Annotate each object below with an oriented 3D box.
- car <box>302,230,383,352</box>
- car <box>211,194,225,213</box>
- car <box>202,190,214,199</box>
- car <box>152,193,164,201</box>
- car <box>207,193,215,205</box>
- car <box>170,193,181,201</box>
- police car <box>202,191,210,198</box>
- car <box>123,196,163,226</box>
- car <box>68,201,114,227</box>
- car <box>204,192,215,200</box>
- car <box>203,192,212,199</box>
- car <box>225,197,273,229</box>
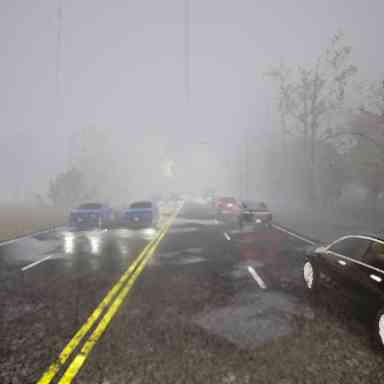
[{"bbox_3d":[3.369,1.393,5.510,1.837,1.490,4.892,0,1,0],"label":"car"},{"bbox_3d":[3.305,1.183,31.485,2.163,1.488,4.792,-1,0,0],"label":"car"},{"bbox_3d":[3.382,0.564,64.474,2.150,2.045,5.566,0,0,0],"label":"car"},{"bbox_3d":[-6.393,0.985,63.180,1.837,1.490,4.892,-1,1,1],"label":"car"},{"bbox_3d":[3.342,1.163,42.481,1.895,1.301,4.718,0,1,0],"label":"car"},{"bbox_3d":[-3.154,0.977,62.716,1.812,1.442,4.674,-1,1,1],"label":"car"},{"bbox_3d":[3.600,0.597,86.377,2.038,1.542,4.974,-1,0,1],"label":"police car"},{"bbox_3d":[-3.338,1.312,22.455,1.882,1.535,5.008,-2,1,0],"label":"car"},{"bbox_3d":[-6.562,1.370,22.081,1.882,1.535,5.008,-1,0,0],"label":"car"},{"bbox_3d":[3.358,1.060,53.477,1.895,1.301,4.718,0,1,0],"label":"car"},{"bbox_3d":[3.458,0.747,75.411,1.812,1.442,4.674,0,0,1],"label":"car"},{"bbox_3d":[3.407,1.261,19.553,2.128,1.511,4.902,0,1,0],"label":"car"}]
